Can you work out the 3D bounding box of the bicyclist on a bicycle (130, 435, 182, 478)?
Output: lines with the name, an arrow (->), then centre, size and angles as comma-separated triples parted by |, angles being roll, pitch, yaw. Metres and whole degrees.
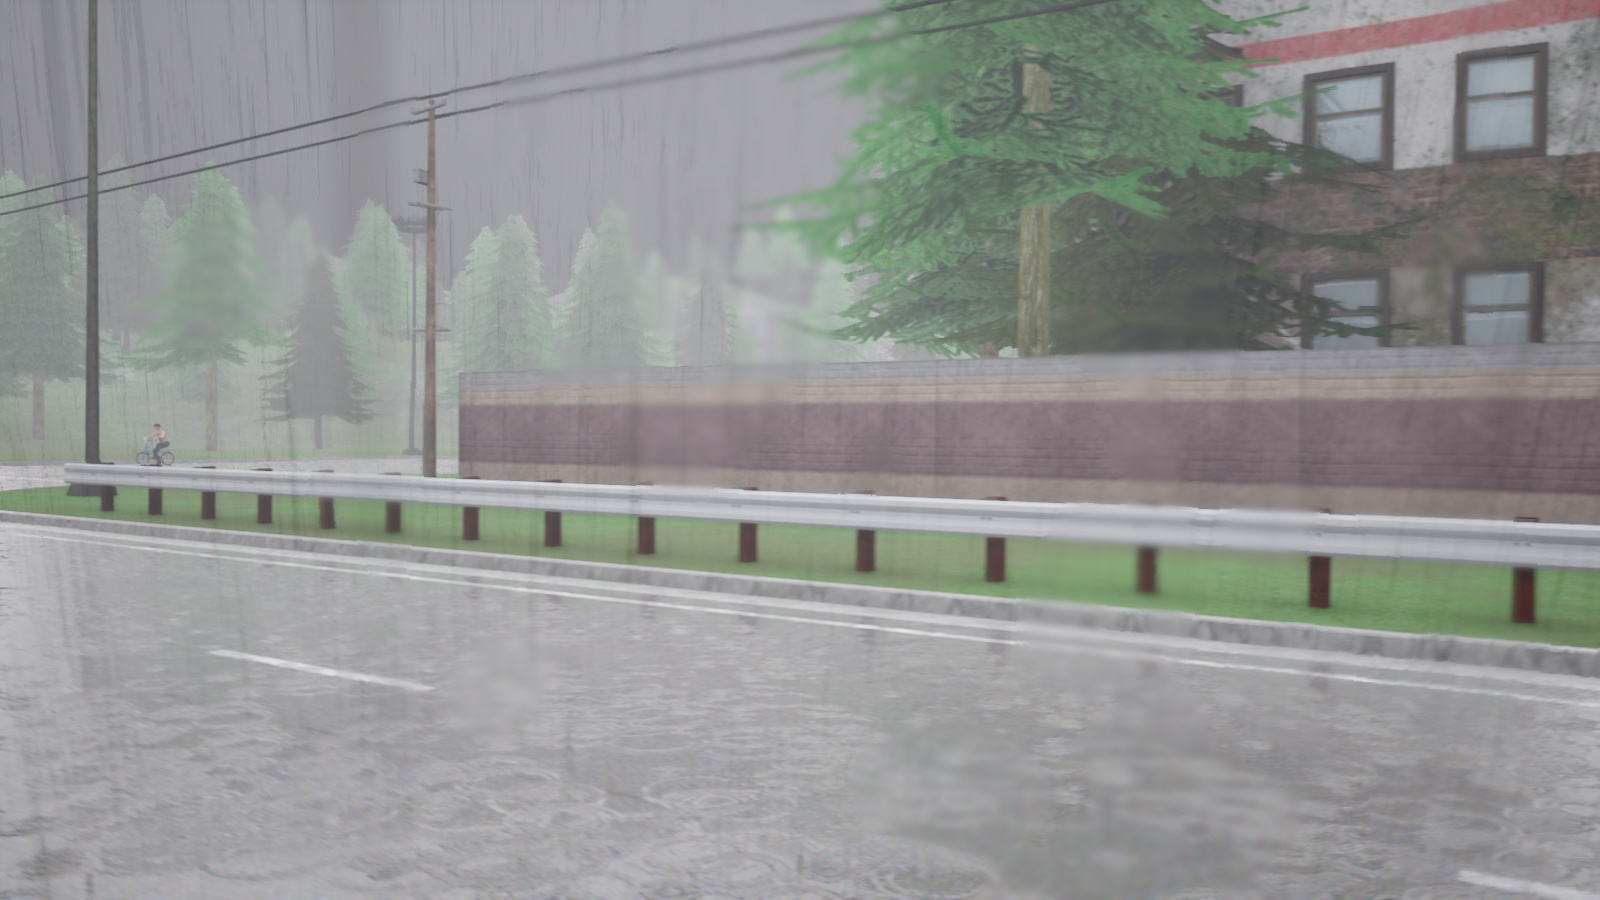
bicyclist on a bicycle -> -24.401, 0.239, 47.609 | 0.866, 1.612, 1.509 | 0, 1, 34
